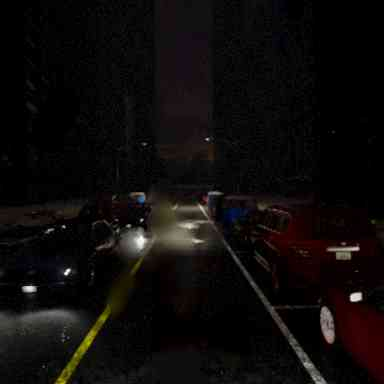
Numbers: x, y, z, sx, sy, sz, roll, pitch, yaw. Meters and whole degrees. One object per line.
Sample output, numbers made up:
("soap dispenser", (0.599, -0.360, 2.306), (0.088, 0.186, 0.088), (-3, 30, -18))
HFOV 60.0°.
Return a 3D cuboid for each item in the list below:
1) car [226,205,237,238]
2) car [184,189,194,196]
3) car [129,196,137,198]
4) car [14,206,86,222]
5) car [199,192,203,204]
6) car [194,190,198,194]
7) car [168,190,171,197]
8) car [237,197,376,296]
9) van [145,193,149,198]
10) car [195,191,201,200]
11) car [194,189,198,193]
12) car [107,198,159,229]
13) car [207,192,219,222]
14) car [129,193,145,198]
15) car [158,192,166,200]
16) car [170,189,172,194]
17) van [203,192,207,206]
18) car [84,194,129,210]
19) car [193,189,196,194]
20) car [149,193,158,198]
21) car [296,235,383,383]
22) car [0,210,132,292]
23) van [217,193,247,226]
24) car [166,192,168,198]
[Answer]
("car", (2.623, 1.404, 13.411), (1.802, 1.307, 4.206), (-1, 1, -1))
("car", (-1.045, 0.331, 86.577), (1.812, 1.442, 4.674), (0, 1, -1))
("car", (-6.092, 1.277, 27.572), (1.887, 1.381, 4.507), (-1, 1, -1))
("car", (-5.911, 1.450, 12.915), (2.008, 1.369, 4.403), (-1, 1, -1))
("car", (2.240, 1.061, 43.420), (1.802, 1.307, 4.206), (-1, 1, -1))
("car", (1.985, 0.797, 64.228), (1.947, 1.339, 4.313), (-1, 1, -1))
("car", (-6.729, 0.657, 79.555), (2.008, 1.369, 4.403), (-1, 1, -1))
("car", (2.673, 1.195, 8.321), (2.192, 1.841, 5.009), (-1, 1, -1))
("van", (-6.216, 0.961, 37.340), (1.690, 1.788, 3.998), (-1, 1, -1))
("car", (2.049, 0.861, 59.025), (1.947, 1.339, 4.313), (-1, 1, -1))
("car", (1.921, 0.717, 69.429), (2.008, 1.369, 4.403), (-1, 1, -1))
("car", (-3.319, 1.344, 19.993), (2.033, 1.411, 5.357), (0, 1, -1))
("car", (2.504, 1.022, 23.581), (2.192, 1.841, 5.009), (-1, 1, -1))
("car", (-6.154, 1.116, 32.455), (1.967, 1.590, 4.097), (-1, 1, -1))
("car", (-6.531, 0.856, 63.424), (1.887, 1.381, 4.507), (-1, 1, -1))
("car", (-6.795, 0.601, 84.933), (1.947, 1.339, 4.313), (-1, 1, -1))
("van", (2.391, 0.931, 33.755), (1.690, 1.788, 3.998), (-1, 1, -1))
("car", (-6.037, 1.103, 22.683), (2.192, 1.841, 5.009), (-1, 1, -1))
("car", (1.791, 0.556, 80.003), (1.752, 1.417, 4.829), (-1, 1, -1))
("car", (-6.336, 0.945, 47.291), (1.967, 1.590, 4.097), (-1, 1, -1))
("car", (2.735, 1.481, 3.236), (1.887, 1.381, 4.507), (-1, 1, -1))
("car", (-3.193, 1.467, 9.115), (2.033, 1.411, 5.357), (0, 1, -1))
("van", (2.561, 1.106, 18.495), (1.690, 1.788, 3.998), (-1, 1, -1))
("car", (-6.597, 0.827, 68.801), (1.802, 1.307, 4.206), (-1, 1, -1))
